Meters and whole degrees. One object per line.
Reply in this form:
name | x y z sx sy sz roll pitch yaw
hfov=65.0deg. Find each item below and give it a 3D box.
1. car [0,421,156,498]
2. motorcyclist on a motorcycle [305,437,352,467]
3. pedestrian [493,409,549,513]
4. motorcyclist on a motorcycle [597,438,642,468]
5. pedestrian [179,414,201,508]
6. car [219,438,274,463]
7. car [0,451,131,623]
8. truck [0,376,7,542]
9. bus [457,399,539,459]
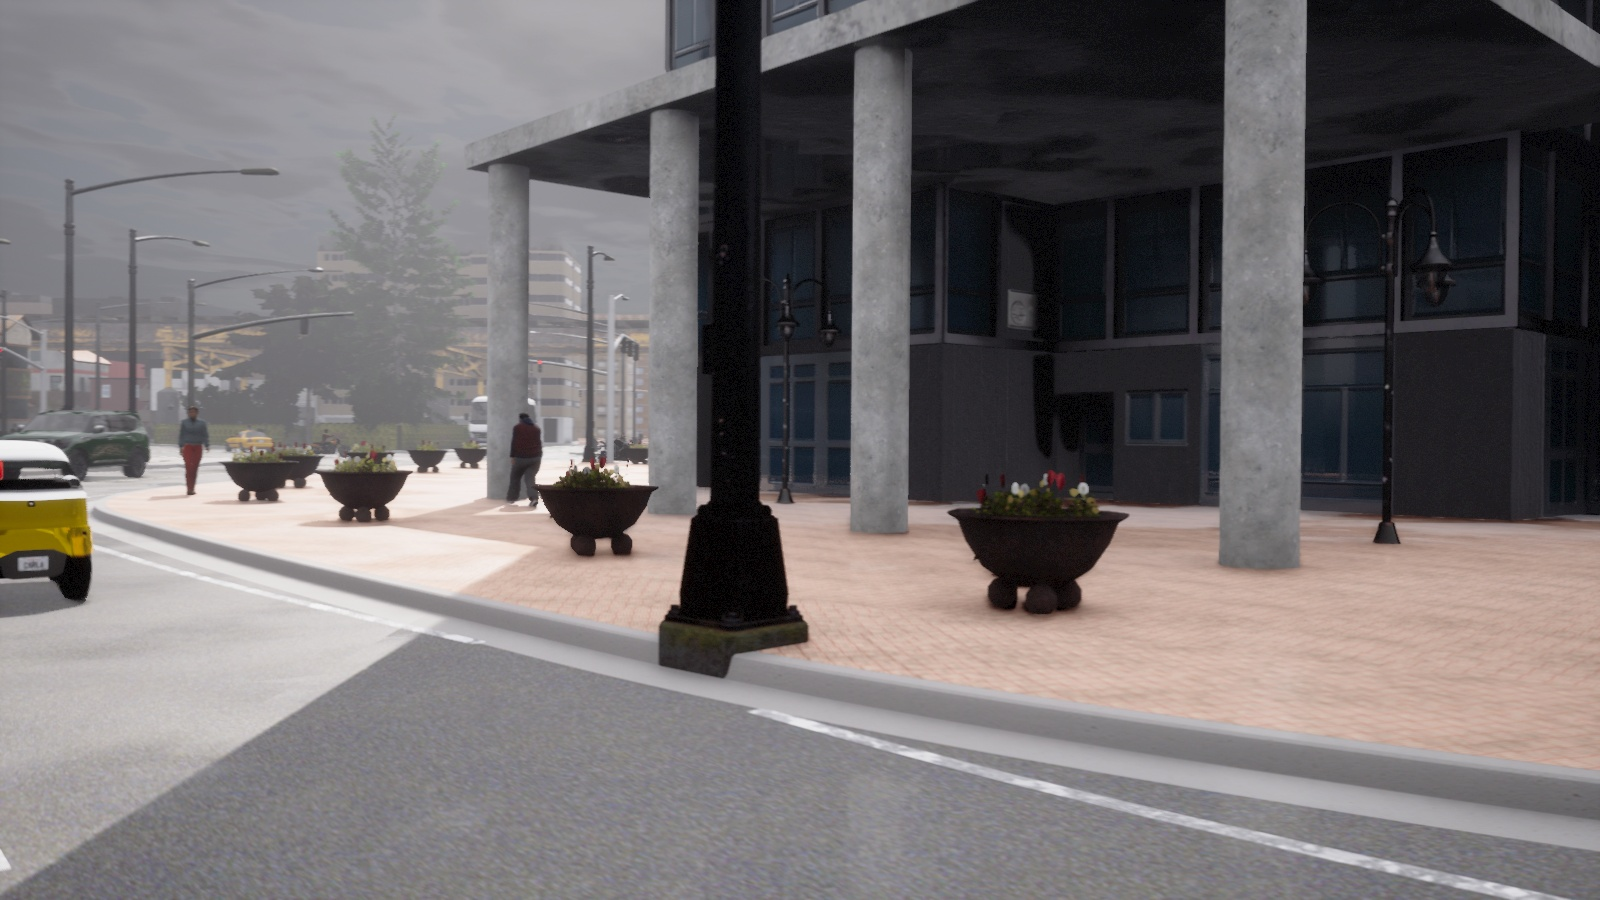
car | -21.160 0.221 36.466 2.150 2.045 5.566 -1 1 -2
motorcyclist on a motorcycle | -26.334 0.102 70.143 2.350 1.649 0.766 -1 0 -31
pedestrian | -5.090 0.186 22.899 0.634 1.844 0.899 -1 1 -39
motorcyclist on a motorcycle | -9.305 0.150 64.869 2.191 1.530 0.866 0 1 -2
pedestrian | -12.190 0.209 25.081 0.353 1.847 0.614 -1 1 -27
car | -36.757 0.018 83.309 1.801 1.575 5.366 -1 1 -41
car | -7.154 0.722 11.252 1.481 1.376 2.207 -1 1 -44
truck | -14.359 0.144 20.150 2.627 2.467 5.204 -1 1 -33
bus | -22.768 -1.562 95.298 3.944 4.253 10.273 -1 1 -2
